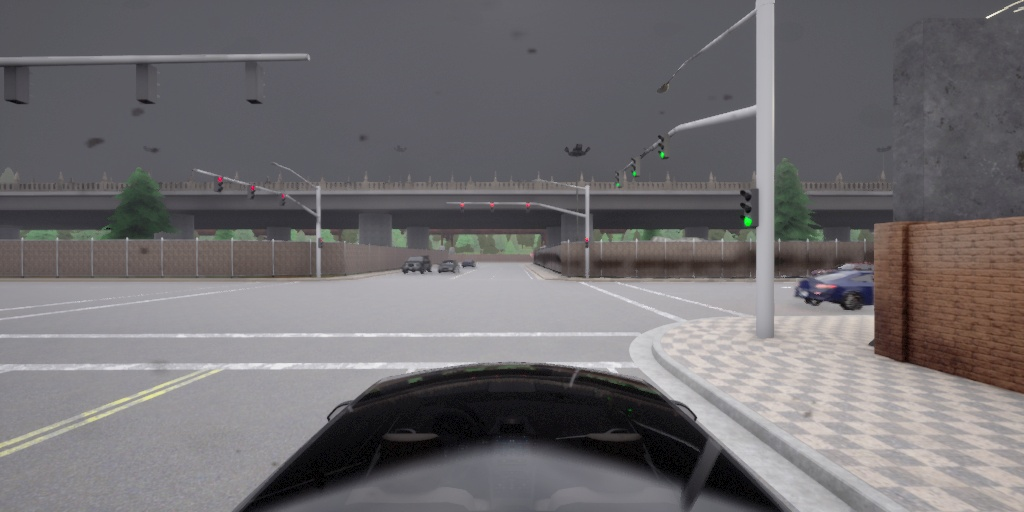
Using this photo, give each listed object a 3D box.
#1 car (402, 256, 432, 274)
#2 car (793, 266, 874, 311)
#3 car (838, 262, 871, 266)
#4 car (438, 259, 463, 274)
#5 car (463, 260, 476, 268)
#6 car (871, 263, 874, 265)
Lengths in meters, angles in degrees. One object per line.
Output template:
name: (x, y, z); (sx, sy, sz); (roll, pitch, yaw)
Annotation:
car: (-10.604, 0.967, 40.389); (2.150, 2.045, 5.566); (0, 0, 0)
car: (13.177, 1.239, 13.363); (4.674, 1.442, 1.812); (0, 0, 0)
car: (22.882, 1.170, 23.941); (5.008, 1.535, 1.882); (0, 0, 0)
car: (-7.091, 1.249, 40.428); (1.837, 1.490, 4.892); (0, 0, 0)
car: (-7.069, 1.291, 58.847); (2.033, 1.411, 5.357); (0, 0, 0)
car: (24.113, 1.184, 20.438); (4.902, 1.511, 2.128); (0, 0, 0)
